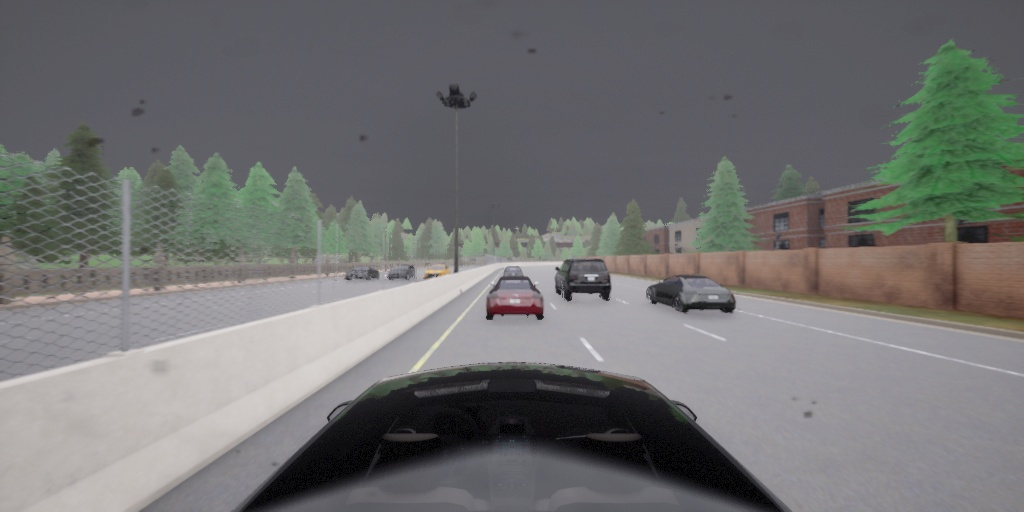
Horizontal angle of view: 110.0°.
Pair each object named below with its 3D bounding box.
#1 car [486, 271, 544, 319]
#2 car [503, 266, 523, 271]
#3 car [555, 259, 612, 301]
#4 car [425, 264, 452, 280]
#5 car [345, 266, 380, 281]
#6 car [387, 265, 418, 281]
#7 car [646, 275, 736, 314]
[{"bbox_3d":[0.097,1.436,13.446,1.994,1.385,4.181,0,-1,0],"label":"car"},{"bbox_3d":[0.093,1.619,32.744,2.033,1.411,5.357,0,-1,0],"label":"car"},{"bbox_3d":[3.596,1.152,18.912,2.150,2.045,5.566,0,0,0],"label":"car"},{"bbox_3d":[-7.096,1.569,34.826,1.882,1.535,5.008,0,-1,0],"label":"car"},{"bbox_3d":[-14.096,1.647,34.051,1.994,1.385,4.181,0,-1,0],"label":"car"},{"bbox_3d":[-10.595,1.599,35.076,1.837,1.490,4.892,0,-1,0],"label":"car"},{"bbox_3d":[7.097,1.450,14.645,1.994,1.385,4.181,0,-1,0],"label":"car"}]
